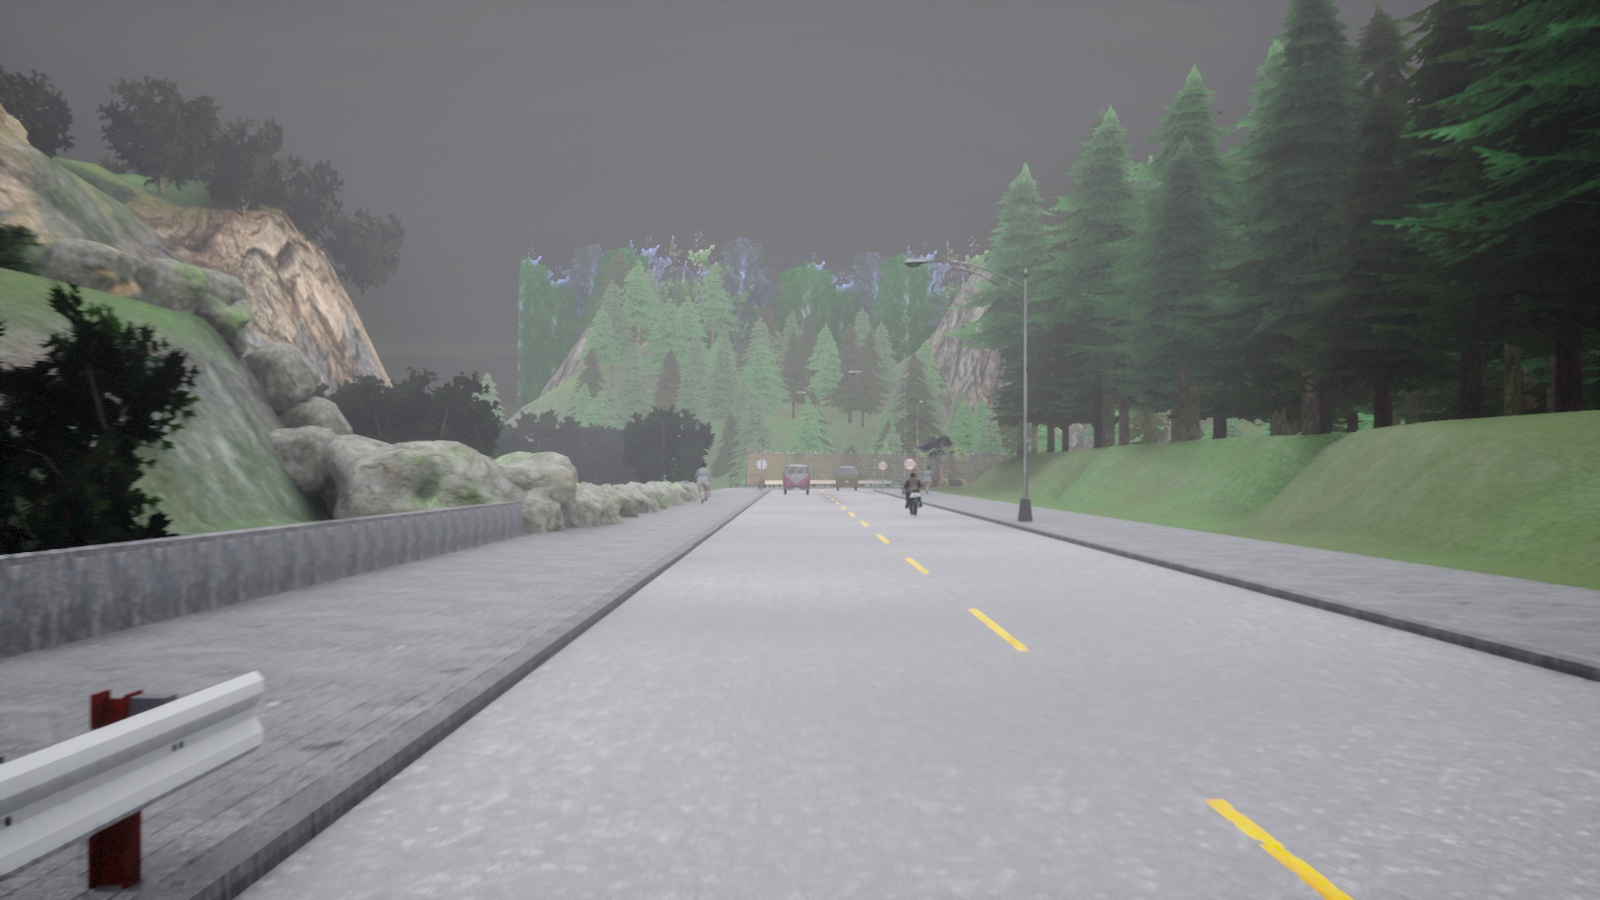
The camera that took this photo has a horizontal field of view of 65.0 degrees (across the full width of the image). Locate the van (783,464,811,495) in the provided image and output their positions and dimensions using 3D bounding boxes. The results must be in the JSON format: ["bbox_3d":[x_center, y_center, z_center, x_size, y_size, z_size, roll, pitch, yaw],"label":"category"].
[{"bbox_3d":[-0.217,1.959,83.295,1.775,1.987,4.442,0,-1,0],"label":"van"}]

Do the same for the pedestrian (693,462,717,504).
[{"bbox_3d":[-4.217,1.471,55.706,0.874,1.855,0.900,0,-1,6],"label":"pedestrian"}]

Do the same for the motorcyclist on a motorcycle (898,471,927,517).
[{"bbox_3d":[3.889,1.506,43.477,0.797,1.523,2.044,0,-1,0],"label":"motorcyclist on a motorcycle"}]

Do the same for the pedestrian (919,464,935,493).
[{"bbox_3d":[8.077,1.822,79.706,0.874,1.855,0.900,0,-1,15],"label":"pedestrian"}]
